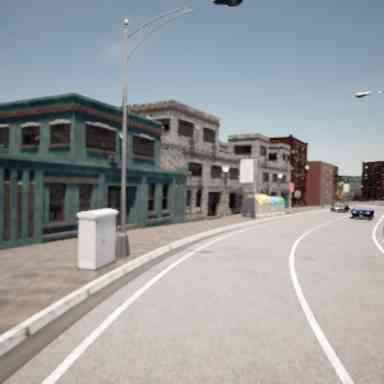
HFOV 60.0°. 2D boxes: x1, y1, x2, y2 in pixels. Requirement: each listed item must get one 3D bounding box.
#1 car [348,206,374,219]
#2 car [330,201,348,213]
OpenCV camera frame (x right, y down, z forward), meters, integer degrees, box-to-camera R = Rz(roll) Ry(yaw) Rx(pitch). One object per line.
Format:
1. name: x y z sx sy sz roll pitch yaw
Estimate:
1. car: 18.042 2.107 35.067 1.895 1.301 4.718 2 0 32
2. car: 20.155 2.044 45.347 2.128 1.511 4.902 2 0 32
